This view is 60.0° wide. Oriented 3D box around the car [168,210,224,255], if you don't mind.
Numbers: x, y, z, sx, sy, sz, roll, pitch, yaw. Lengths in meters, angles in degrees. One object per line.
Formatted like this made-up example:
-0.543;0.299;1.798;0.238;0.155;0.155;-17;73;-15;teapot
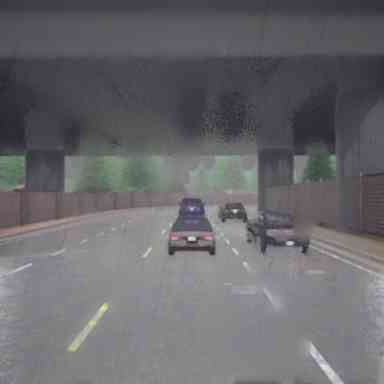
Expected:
-0.006;1.684;13.979;2.033;1.411;5.357;0;-1;0;car

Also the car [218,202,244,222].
3.491;1.633;29.075;2.097;1.767;4.553;0;-1;0;car

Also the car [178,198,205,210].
-0.013;1.498;29.002;2.150;2.045;5.566;0;0;0;car

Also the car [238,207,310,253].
3.497;1.632;14.289;2.128;1.511;4.902;0;0;0;car
